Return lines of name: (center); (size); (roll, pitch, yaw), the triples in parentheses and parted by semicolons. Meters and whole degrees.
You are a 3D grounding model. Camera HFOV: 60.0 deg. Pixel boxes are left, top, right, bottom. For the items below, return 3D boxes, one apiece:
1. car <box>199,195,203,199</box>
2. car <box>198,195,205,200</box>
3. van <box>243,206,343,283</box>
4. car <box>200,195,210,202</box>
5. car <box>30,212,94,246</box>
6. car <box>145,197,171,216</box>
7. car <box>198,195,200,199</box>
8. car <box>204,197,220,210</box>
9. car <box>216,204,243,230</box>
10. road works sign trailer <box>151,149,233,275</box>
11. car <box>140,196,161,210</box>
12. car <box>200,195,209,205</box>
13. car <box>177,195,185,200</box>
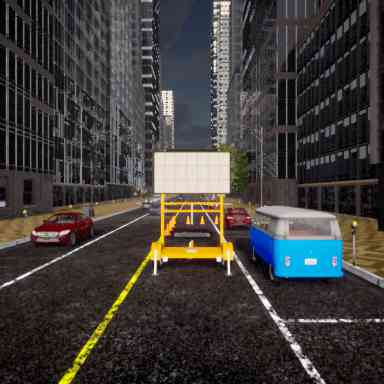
car: (2.706, 1.538, 54.924); (2.008, 1.369, 4.403); (0, 0, 0)
car: (2.719, 1.462, 94.772); (1.887, 1.381, 4.507); (0, 0, 0)
van: (2.693, 1.341, 9.385); (1.690, 1.788, 3.998); (0, 0, 0)
car: (2.711, 1.401, 72.001); (1.967, 1.590, 4.097); (0, 0, 0)
car: (-5.686, 1.581, 15.082); (1.802, 1.307, 4.206); (0, 0, 0)
car: (-3.091, 1.546, 33.204); (2.033, 1.411, 5.357); (0, 0, 0)
car: (2.710, 1.410, 66.309); (1.967, 1.590, 4.097); (0, 0, 0)
car: (2.701, 1.581, 37.847); (1.802, 1.307, 4.206); (0, 0, 0)
car: (2.696, 1.581, 20.769); (1.802, 1.307, 4.206); (0, 0, 0)
road works sign trailer: (0.003, 0.464, 10.405); (2.380, 3.560, 2.880); (0, 0, 0)
car: (-5.678, 1.548, 43.545); (2.008, 1.369, 4.403); (0, 0, 0)
car: (2.705, 1.544, 49.232); (2.008, 1.369, 4.403); (0, 0, 0)
car: (-2.975, 1.455, 89.447); (1.812, 1.442, 4.674); (0, 0, 0)
